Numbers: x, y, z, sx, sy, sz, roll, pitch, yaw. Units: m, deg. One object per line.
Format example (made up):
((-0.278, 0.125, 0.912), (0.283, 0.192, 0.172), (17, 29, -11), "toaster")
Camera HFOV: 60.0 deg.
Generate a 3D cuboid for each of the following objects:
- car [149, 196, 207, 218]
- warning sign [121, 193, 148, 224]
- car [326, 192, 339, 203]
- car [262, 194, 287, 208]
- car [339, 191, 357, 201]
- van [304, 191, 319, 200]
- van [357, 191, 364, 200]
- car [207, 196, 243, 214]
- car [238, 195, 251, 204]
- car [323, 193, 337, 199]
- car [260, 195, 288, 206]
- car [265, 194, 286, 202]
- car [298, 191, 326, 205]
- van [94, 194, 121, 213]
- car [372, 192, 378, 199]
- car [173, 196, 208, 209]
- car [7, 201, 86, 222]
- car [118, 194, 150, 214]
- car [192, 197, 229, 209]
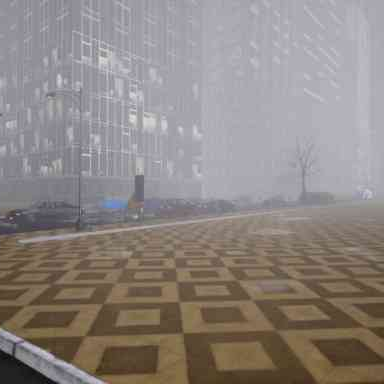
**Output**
((-1.072, 1.244, 27.095), (1.967, 1.590, 4.097), (1, 1, 41), "car")
((-3.584, 0.980, 20.722), (1.300, 1.860, 1.060), (0, 0, 41), "warning sign")
((21.052, 0.842, 53.083), (2.192, 1.841, 5.009), (1, 1, 41), "car")
((9.942, 1.247, 40.131), (1.802, 1.307, 4.206), (1, 1, 41), "car")
((28.568, 0.960, 61.852), (1.752, 1.417, 4.829), (1, 1, 41), "car")
((25.811, 0.699, 71.509), (1.690, 1.788, 3.998), (1, 1, 41), "van")
((35.864, 0.686, 70.358), (1.690, 1.788, 3.998), (1, 1, 41), "van")
((2.587, 1.323, 31.451), (1.947, 1.339, 4.313), (1, 1, 41), "car")
((7.295, 1.152, 49.919), (1.947, 1.339, 4.313), (1, 1, 41), "car")
((33.217, 0.833, 80.151), (1.947, 1.339, 4.313), (1, 1, 41), "car")
((11.325, 1.139, 45.732), (1.812, 1.442, 4.674), (0, 0, 41), "car")
((14.702, 1.061, 58.556), (1.947, 1.339, 4.313), (1, 1, 41), "car")
((17.349, 0.888, 48.764), (2.192, 1.841, 5.009), (1, 1, 41), "car")
((-7.606, 1.111, 32.721), (1.690, 1.788, 3.998), (1, 1, 41), "van")
((39.565, 0.850, 74.680), (2.008, 1.369, 4.403), (1, 1, 41), "car")
((-0.116, 1.223, 41.288), (1.887, 1.381, 4.507), (1, 1, 41), "car")
((-10.734, 1.392, 24.919), (2.033, 1.411, 5.357), (0, 1, 41), "car")
((-4.313, 1.243, 32.408), (1.882, 1.535, 5.008), (0, 1, 41), "car")
((2.306, 1.284, 40.113), (1.895, 1.301, 4.718), (0, 1, 41), "car")
